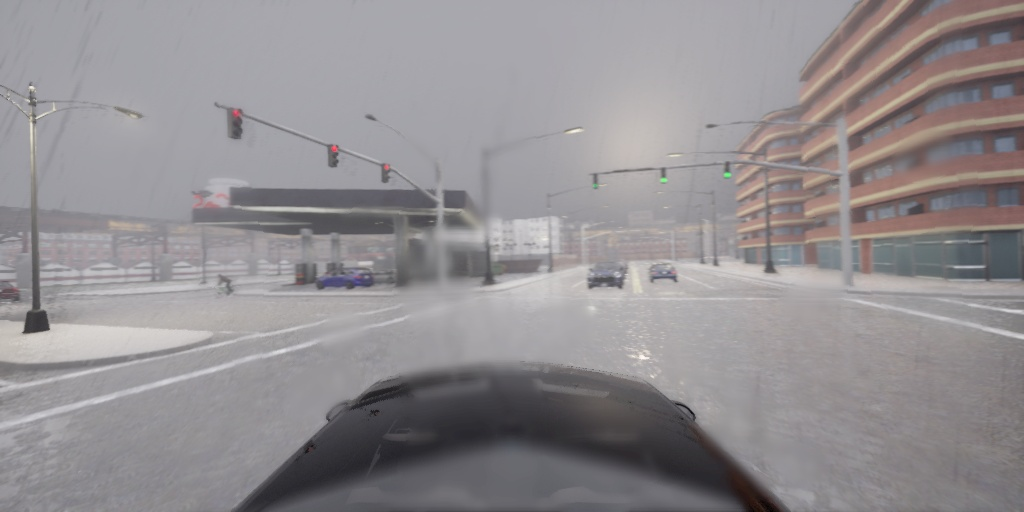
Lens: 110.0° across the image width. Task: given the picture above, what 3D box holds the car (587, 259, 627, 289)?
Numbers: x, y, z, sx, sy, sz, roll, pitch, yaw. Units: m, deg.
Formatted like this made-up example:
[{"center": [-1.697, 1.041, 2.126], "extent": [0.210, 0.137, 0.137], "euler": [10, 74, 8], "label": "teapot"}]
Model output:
[{"center": [6.148, 1.127, 23.372], "extent": [2.097, 1.767, 4.553], "euler": [-2, -1, 19], "label": "car"}]

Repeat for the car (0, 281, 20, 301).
[{"center": [-41.311, 2.785, 28.210], "extent": [4.553, 1.767, 2.097], "euler": [-2, -1, 20], "label": "car"}]

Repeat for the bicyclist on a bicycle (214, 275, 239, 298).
[{"center": [-20.455, 2.130, 25.589], "extent": [0.582, 1.620, 1.656], "euler": [-13, 1, 18], "label": "bicyclist on a bicycle"}]

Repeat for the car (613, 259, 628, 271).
[{"center": [15.786, 1.236, 52.062], "extent": [1.882, 1.535, 5.008], "euler": [-2, -1, 18], "label": "car"}]

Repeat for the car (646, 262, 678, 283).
[{"center": [11.211, 1.189, 26.901], "extent": [2.033, 1.411, 5.357], "euler": [-2, -1, 18], "label": "car"}]
